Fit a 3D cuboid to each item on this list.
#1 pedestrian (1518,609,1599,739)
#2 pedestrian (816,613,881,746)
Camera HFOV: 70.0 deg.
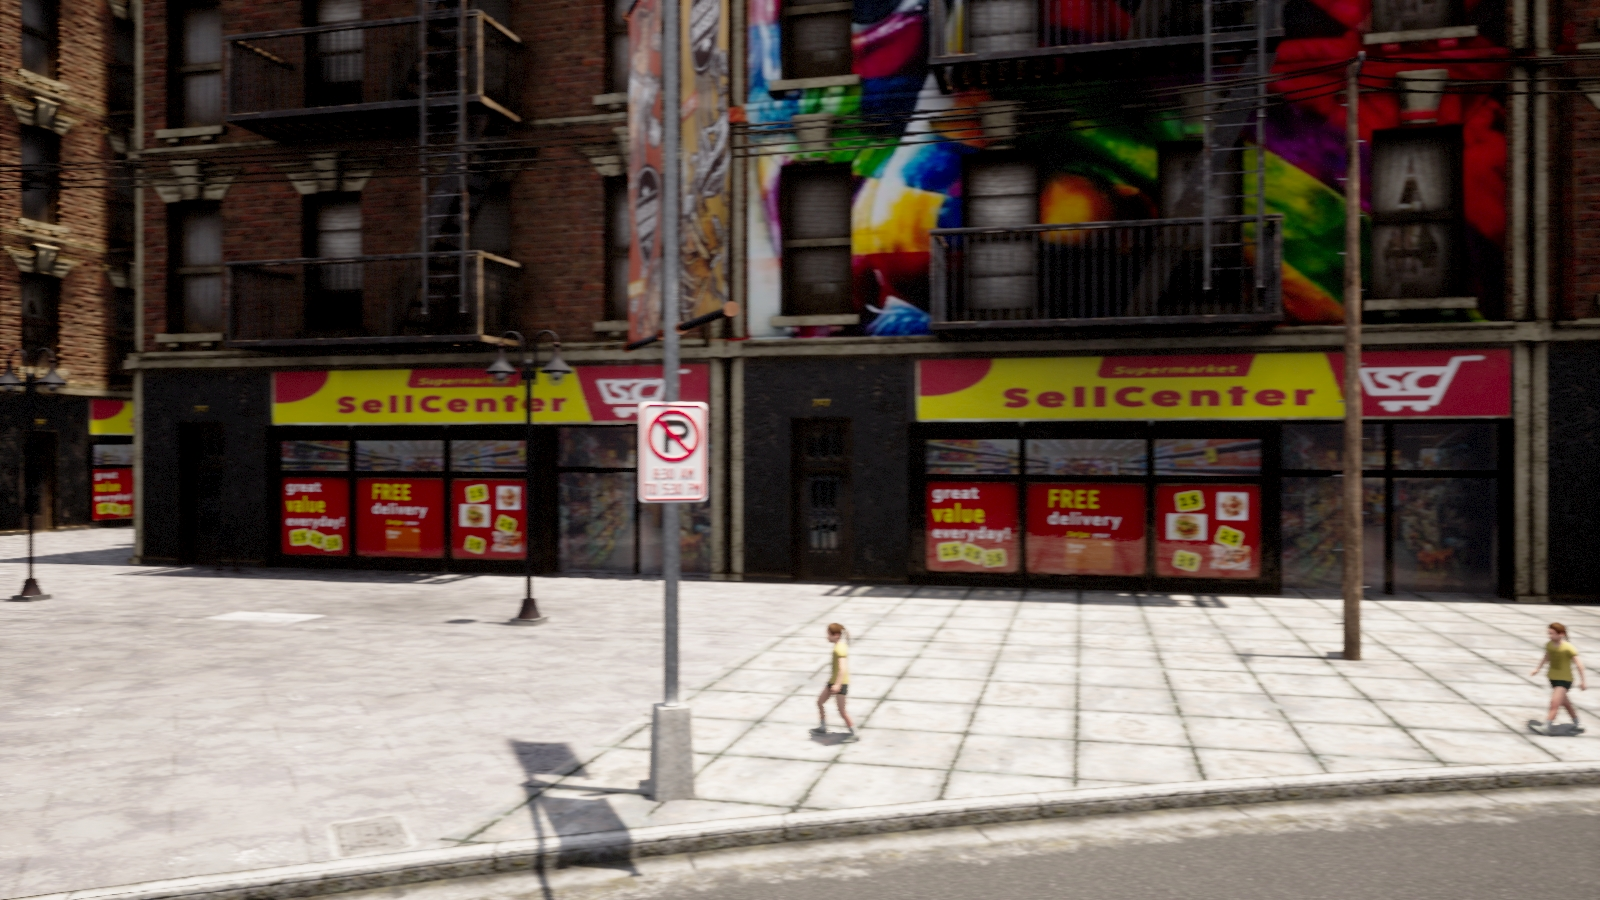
[{"bbox_3d":[7.097,2.070,10.634,0.500,1.100,0.500,0,0,-7],"label":"pedestrian"},{"bbox_3d":[0.436,2.068,10.383,0.500,1.100,0.500,0,0,-9],"label":"pedestrian"}]
